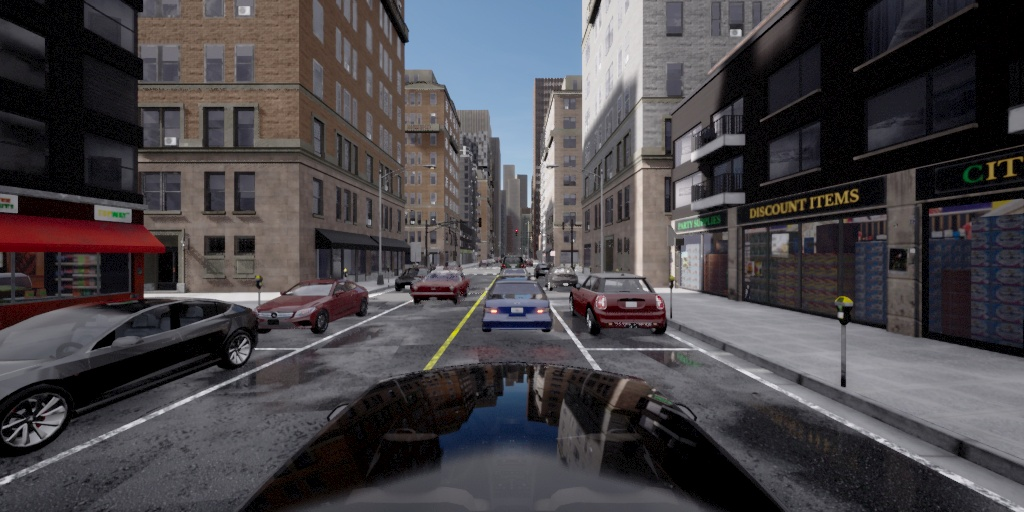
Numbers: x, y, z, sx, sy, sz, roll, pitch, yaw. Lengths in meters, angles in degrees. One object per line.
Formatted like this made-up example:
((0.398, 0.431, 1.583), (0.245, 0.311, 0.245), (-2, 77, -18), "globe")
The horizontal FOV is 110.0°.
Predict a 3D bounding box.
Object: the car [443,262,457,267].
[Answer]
((-5.604, 1.333, 27.091), (1.802, 1.307, 4.207), (0, 0, 0), "car")

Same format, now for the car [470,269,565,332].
((0.123, 1.297, 10.780), (2.033, 1.411, 5.357), (0, 0, 0), "car")

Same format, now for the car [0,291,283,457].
((-5.664, 1.316, 5.086), (1.948, 1.339, 4.313), (0, 0, 0), "car")

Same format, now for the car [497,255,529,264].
((0.086, 0.974, 31.317), (2.150, 2.045, 5.566), (0, 0, 0), "car")

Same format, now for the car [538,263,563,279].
((2.906, 1.301, 21.566), (2.007, 1.370, 4.403), (0, 0, 0), "car")

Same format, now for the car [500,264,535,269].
((0.149, 1.351, 21.285), (1.895, 1.301, 4.718), (0, 0, 0), "car")

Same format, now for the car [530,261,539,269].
((2.936, 1.318, 32.569), (1.948, 1.339, 4.313), (0, 0, 0), "car")

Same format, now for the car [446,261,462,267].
((-5.589, 1.193, 32.592), (1.967, 1.591, 4.097), (0, 0, 0), "car")

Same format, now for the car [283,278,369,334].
((-5.648, 1.332, 10.587), (1.802, 1.307, 4.207), (0, 0, 0), "car")

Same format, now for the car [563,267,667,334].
((2.877, 1.189, 10.564), (1.967, 1.591, 4.097), (0, 0, 0), "car")

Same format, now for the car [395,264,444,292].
((-5.619, 1.316, 21.589), (1.948, 1.339, 4.313), (0, 0, 0), "car")

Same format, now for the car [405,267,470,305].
((-3.061, 1.351, 16.191), (1.895, 1.301, 4.718), (0, 0, 0), "car")
